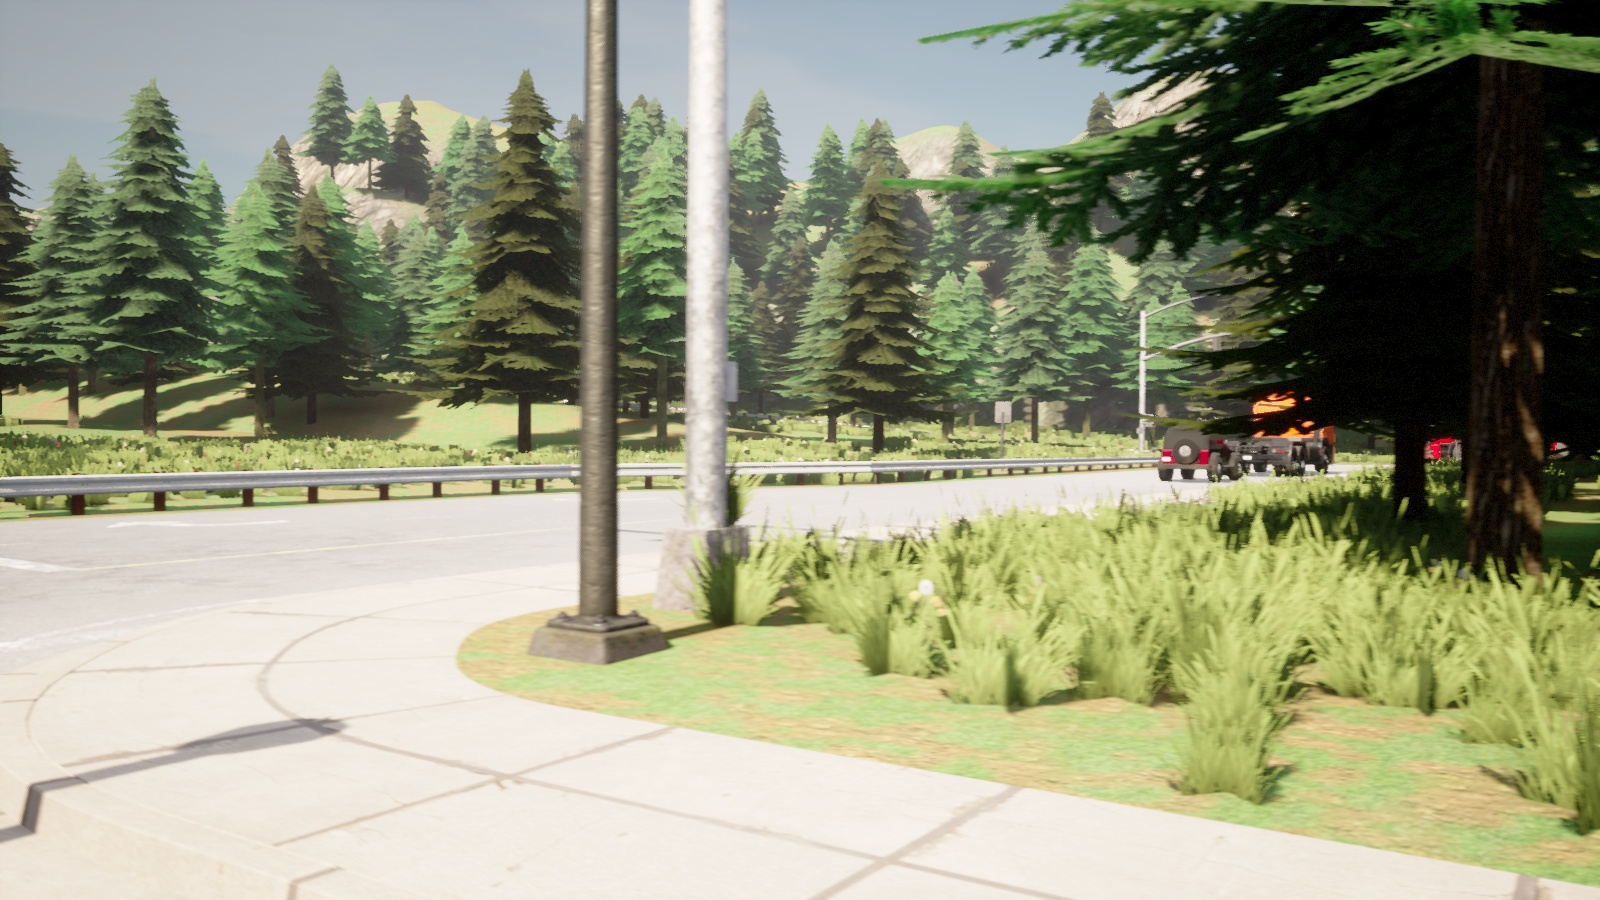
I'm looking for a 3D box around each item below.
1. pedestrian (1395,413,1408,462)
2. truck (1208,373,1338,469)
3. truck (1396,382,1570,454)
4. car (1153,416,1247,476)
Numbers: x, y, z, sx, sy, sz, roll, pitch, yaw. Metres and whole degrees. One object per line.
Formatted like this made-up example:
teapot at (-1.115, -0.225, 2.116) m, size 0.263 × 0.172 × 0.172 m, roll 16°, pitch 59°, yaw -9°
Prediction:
pedestrian at (22.895, -0.482, 47.785) m, size 0.345 × 1.836 × 0.594 m, roll 0°, pitch 1°, yaw 16°
truck at (18.651, -1.099, 49.137) m, size 2.891 × 3.462 × 7.936 m, roll 0°, pitch 1°, yaw 35°
truck at (37.723, -1.739, 69.431) m, size 8.468 × 3.827 × 2.891 m, roll -1°, pitch 0°, yaw -10°
car at (13.164, -0.163, 41.196) m, size 1.905 × 1.878 × 3.866 m, roll 0°, pitch 1°, yaw 34°
